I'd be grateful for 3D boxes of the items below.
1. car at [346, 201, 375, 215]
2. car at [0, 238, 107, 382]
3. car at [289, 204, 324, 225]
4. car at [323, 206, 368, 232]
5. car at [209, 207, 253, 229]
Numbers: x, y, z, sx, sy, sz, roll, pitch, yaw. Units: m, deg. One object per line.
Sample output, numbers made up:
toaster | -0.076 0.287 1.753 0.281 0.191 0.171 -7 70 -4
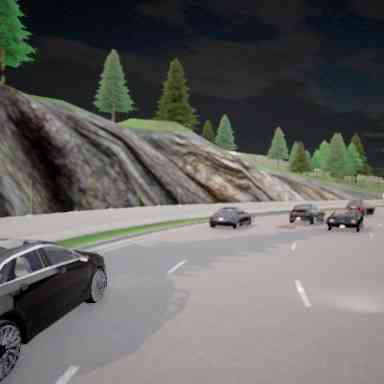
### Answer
car | 18.958 1.755 37.525 2.097 1.767 4.553 0 -1 44
car | -2.971 1.512 5.441 2.128 1.511 4.902 0 0 6
car | 9.370 1.765 26.800 1.837 1.490 4.892 -1 -1 36
car | 10.321 1.833 22.171 1.895 1.301 4.718 0 -1 31
car | 2.827 1.754 23.372 1.994 1.385 4.181 0 -1 28
